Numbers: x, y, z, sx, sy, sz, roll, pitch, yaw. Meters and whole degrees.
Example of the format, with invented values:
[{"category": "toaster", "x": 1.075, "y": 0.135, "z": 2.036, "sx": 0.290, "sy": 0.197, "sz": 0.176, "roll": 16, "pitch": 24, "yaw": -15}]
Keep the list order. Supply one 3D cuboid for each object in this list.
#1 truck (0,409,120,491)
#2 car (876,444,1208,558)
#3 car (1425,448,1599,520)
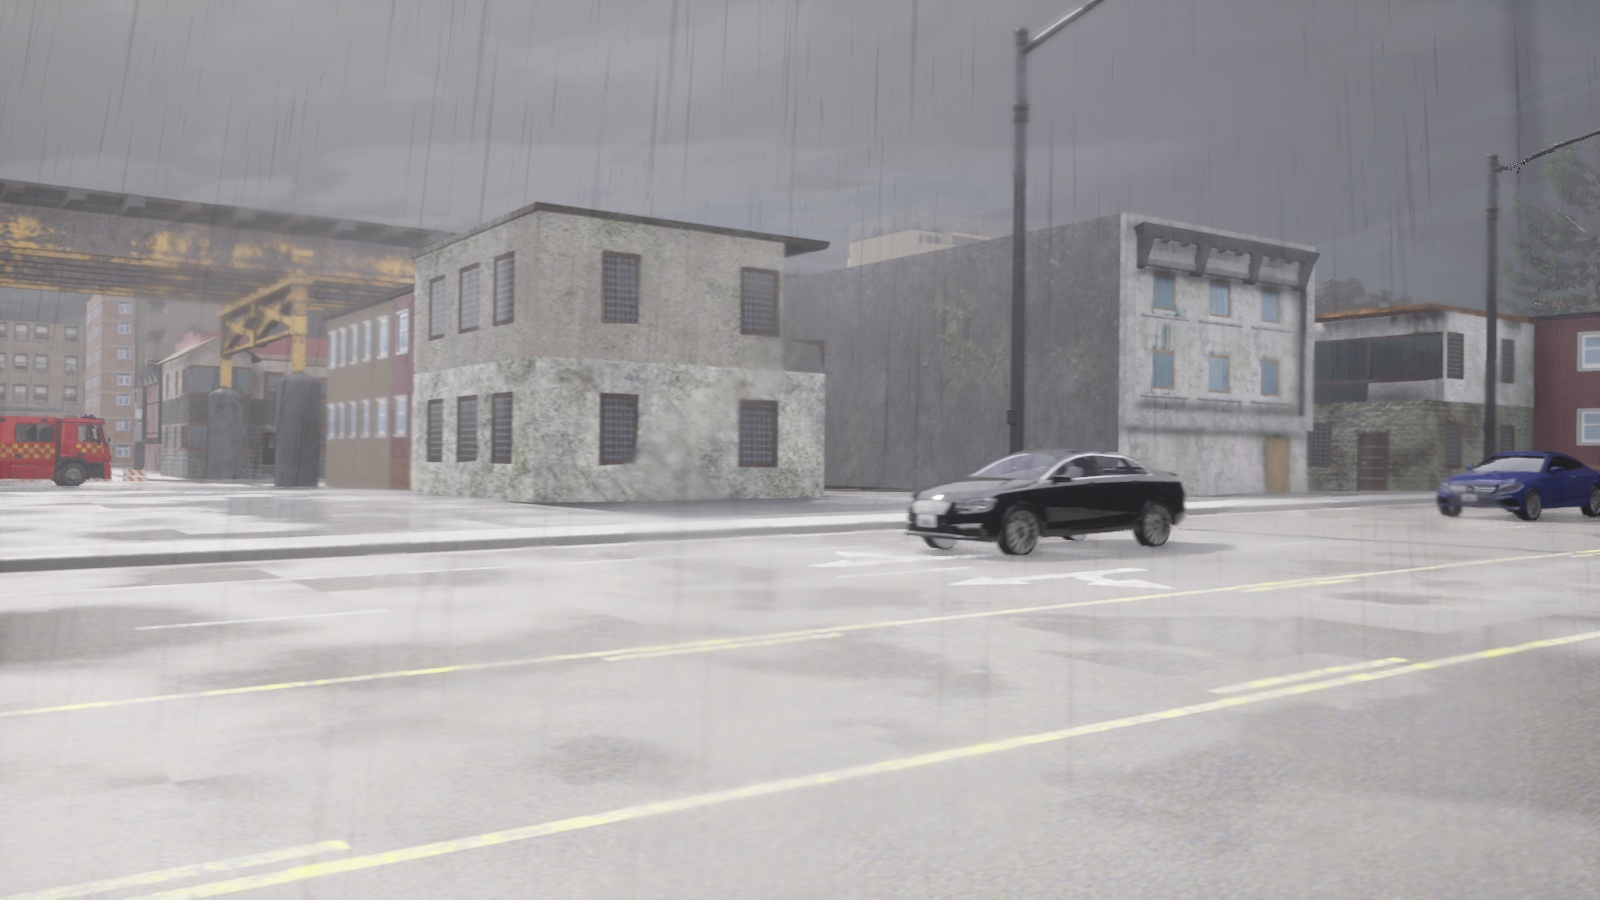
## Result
[{"category": "truck", "x": -37.715, "y": 0.005, "z": 60.253, "sx": 8.468, "sy": 3.827, "sz": 2.891, "roll": 1, "pitch": -1, "yaw": -39}, {"category": "car", "x": 3.745, "y": 0.683, "z": 19.060, "sx": 4.902, "sy": 1.511, "sz": 2.128, "roll": 0, "pitch": 0, "yaw": -35}, {"category": "car", "x": 15.829, "y": 0.678, "z": 27.473, "sx": 4.674, "sy": 1.442, "sz": 1.812, "roll": 0, "pitch": 0, "yaw": -35}]
